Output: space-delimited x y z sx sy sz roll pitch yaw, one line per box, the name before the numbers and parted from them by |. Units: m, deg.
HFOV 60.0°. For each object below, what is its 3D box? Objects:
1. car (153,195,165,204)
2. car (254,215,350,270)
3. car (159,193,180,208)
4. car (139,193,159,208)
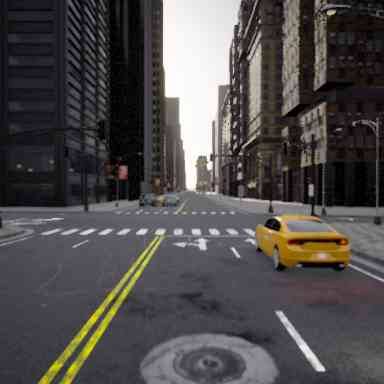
car | -6.481 1.500 66.202 1.882 1.535 5.008 0 1 0
car | 3.356 1.495 11.064 1.882 1.535 5.008 0 0 0
car | -3.305 1.381 50.010 2.097 1.767 4.553 0 0 0
car | -6.551 1.248 50.161 2.150 2.045 5.566 0 0 1
